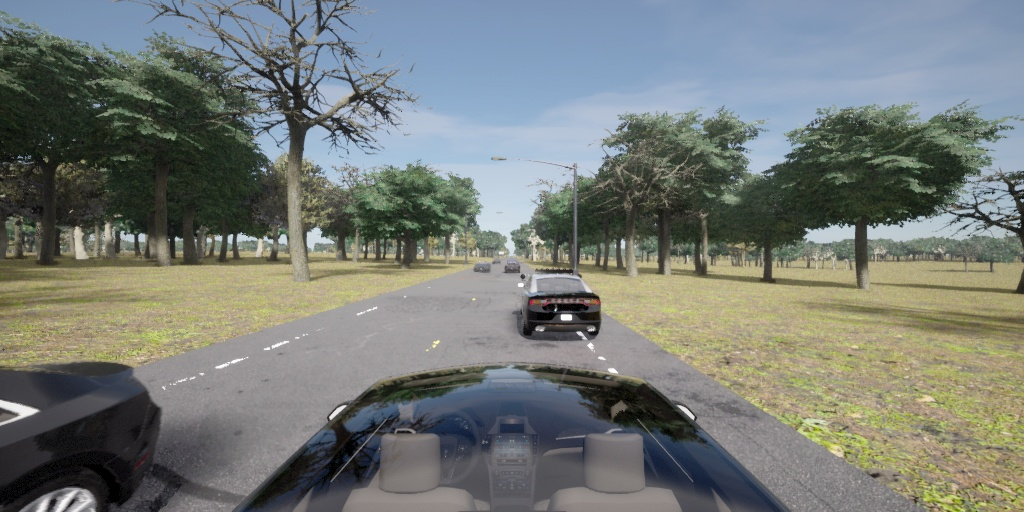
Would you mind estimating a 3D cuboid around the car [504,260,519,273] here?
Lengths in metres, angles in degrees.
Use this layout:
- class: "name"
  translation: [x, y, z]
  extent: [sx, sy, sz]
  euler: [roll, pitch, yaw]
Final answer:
- class: "car"
  translation: [0.063, 1.266, 43.656]
  extent: [2.128, 1.511, 4.902]
  euler: [0, 0, 0]

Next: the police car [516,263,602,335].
- class: "police car"
  translation: [1.221, 1.178, 10.636]
  extent: [1.930, 1.638, 5.238]
  euler: [0, 0, 0]

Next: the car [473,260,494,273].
- class: "car"
  translation: [-3.622, 1.338, 44.129]
  extent: [1.994, 1.385, 4.181]
  euler: [0, 0, 0]

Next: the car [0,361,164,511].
- class: "car"
  translation: [-3.598, 1.254, 0.676]
  extent: [1.837, 1.490, 4.892]
  euler: [0, 0, 0]
